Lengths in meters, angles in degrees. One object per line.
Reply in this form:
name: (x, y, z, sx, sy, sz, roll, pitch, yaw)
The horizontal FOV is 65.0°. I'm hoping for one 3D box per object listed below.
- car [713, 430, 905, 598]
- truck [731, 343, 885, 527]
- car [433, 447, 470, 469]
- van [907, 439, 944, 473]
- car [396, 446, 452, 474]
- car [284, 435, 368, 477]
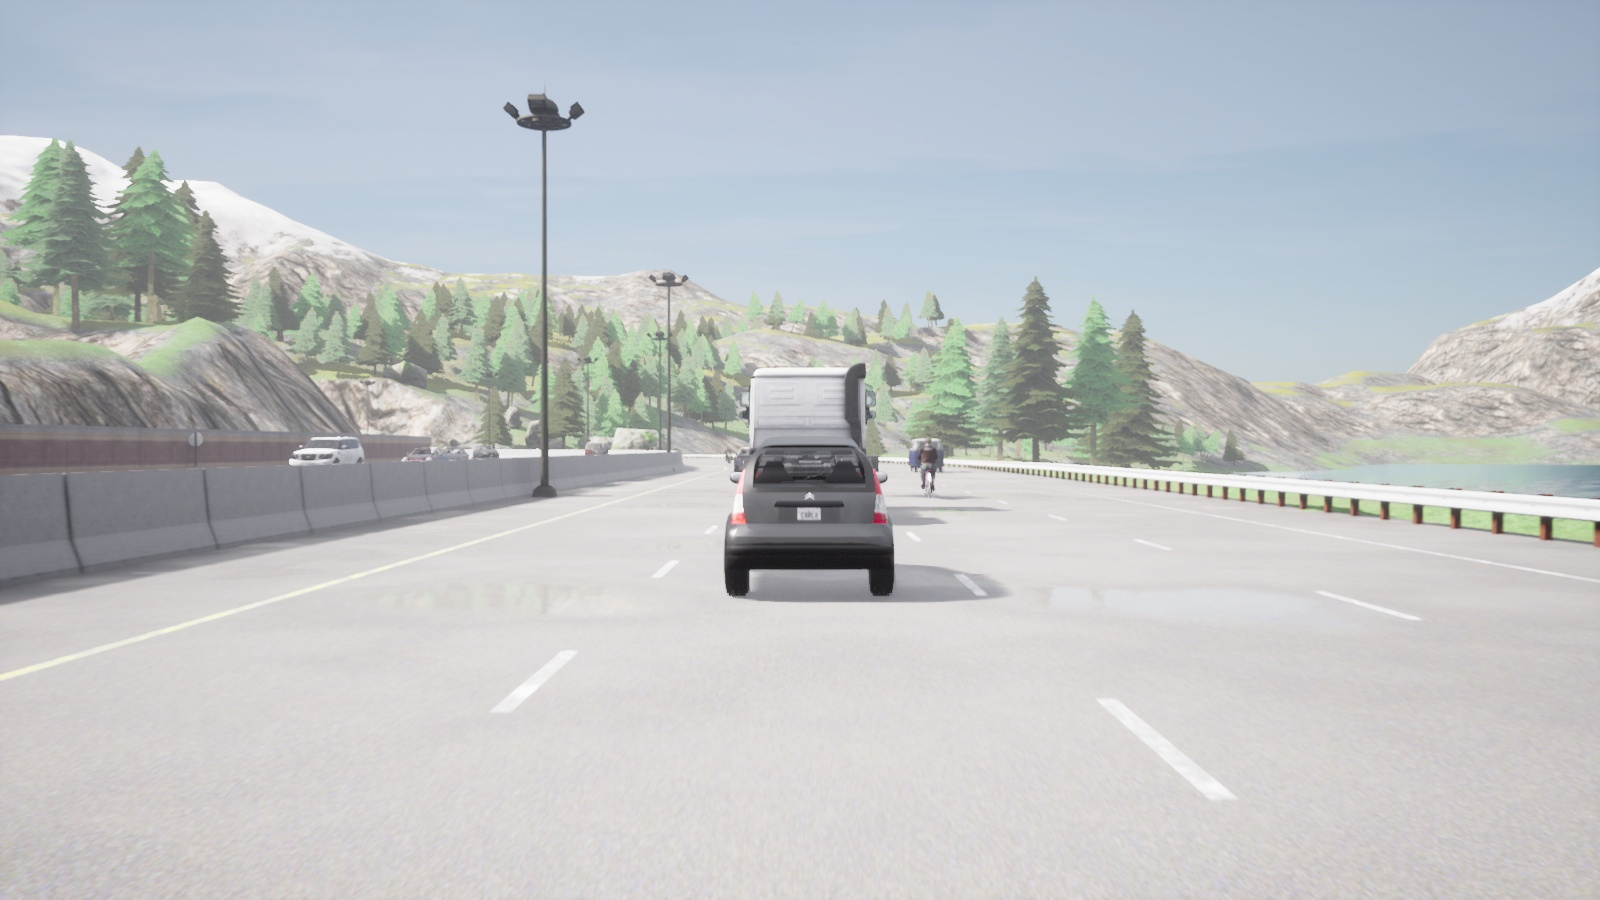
car: (0.096, 0.615, 14.077, 1.851, 1.617, 3.988, 0, 0, 0)
truck: (0.172, -0.295, 27.639, 2.891, 3.462, 7.936, 0, 0, 0)
car: (-24.530, 0.545, 88.526, 1.816, 1.474, 4.193, 0, 0, -5)
van: (7.439, 0.342, 74.612, 1.775, 1.987, 4.442, 0, 0, 0)
car: (-20.593, 0.544, 68.924, 1.970, 1.475, 3.806, 0, 0, 0)
car: (-24.120, 0.305, 64.132, 2.150, 2.045, 5.566, 0, 0, 0)
